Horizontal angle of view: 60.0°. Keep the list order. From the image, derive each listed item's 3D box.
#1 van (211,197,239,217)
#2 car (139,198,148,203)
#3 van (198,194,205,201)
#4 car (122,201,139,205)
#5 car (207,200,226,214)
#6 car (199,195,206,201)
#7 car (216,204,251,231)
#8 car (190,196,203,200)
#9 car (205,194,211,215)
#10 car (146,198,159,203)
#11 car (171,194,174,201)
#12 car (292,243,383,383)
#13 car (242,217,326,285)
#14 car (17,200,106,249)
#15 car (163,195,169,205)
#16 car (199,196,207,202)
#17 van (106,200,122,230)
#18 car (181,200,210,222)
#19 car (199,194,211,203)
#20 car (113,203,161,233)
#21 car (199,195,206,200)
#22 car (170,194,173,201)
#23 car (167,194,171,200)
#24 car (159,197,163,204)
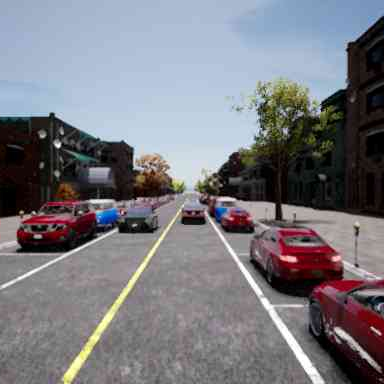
[{"bbox_3d":[2.688,1.374,25.890,1.690,1.788,3.998,-1,0,0],"label":"van"},{"bbox_3d":[-5.690,1.585,31.437,1.887,1.381,4.507,-1,0,0],"label":"car"},{"bbox_3d":[2.694,1.453,92.470,1.690,1.788,3.998,-1,0,0],"label":"van"},{"bbox_3d":[-5.691,1.473,25.888,1.967,1.590,4.097,-1,0,0],"label":"car"},{"bbox_3d":[2.691,1.629,36.986,1.802,1.307,4.206,-1,0,0],"label":"car"},{"bbox_3d":[2.696,1.631,87.091,1.752,1.417,4.829,-1,0,0],"label":"car"},{"bbox_3d":[2.690,1.608,20.341,1.802,1.307,4.206,-1,0,0],"label":"car"},{"bbox_3d":[0.105,1.658,45.994,1.895,1.301,4.718,0,0,0],"label":"car"},{"bbox_3d":[2.689,1.355,31.438,2.192,1.841,5.009,-1,0,0],"label":"car"},{"bbox_3d":[-5.690,1.494,42.533,1.967,1.590,4.097,-1,0,0],"label":"car"},{"bbox_3d":[-5.687,1.421,86.920,2.192,1.841,5.009,-1,0,0],"label":"car"},{"bbox_3d":[2.688,1.587,3.696,1.802,1.307,4.206,-1,0,0],"label":"car"},{"bbox_3d":[2.689,1.594,9.244,1.802,1.307,4.206,-1,0,0],"label":"car"},{"bbox_3d":[-5.693,1.334,14.792,2.192,1.841,5.009,-1,0,0],"label":"car"},{"bbox_3d":[-5.687,1.655,59.178,1.802,1.307,4.206,-1,0,0],"label":"car"},{"bbox_3d":[2.695,1.681,81.373,1.802,1.307,4.206,-1,0,0],"label":"car"},{"bbox_3d":[-5.693,1.368,20.340,1.690,1.788,3.998,-1,0,0],"label":"van"},{"bbox_3d":[0.100,1.581,26.449,2.033,1.411,5.357,0,0,0],"label":"car"},{"bbox_3d":[2.692,1.401,70.277,2.192,1.841,5.009,-1,0,0],"label":"car"},{"bbox_3d":[-3.083,1.590,19.853,1.994,1.385,4.181,0,0,0],"label":"car"},{"bbox_3d":[2.693,1.639,59.180,1.947,1.339,4.313,-1,0,0],"label":"car"},{"bbox_3d":[-5.686,1.669,70.275,1.802,1.307,4.206,-1,0,0],"label":"car"},{"bbox_3d":[-5.687,1.631,64.726,2.008,1.369,4.403,-1,0,0],"label":"car"},{"bbox_3d":[-5.688,1.605,48.082,1.887,1.381,4.507,-1,0,0],"label":"car"}]
